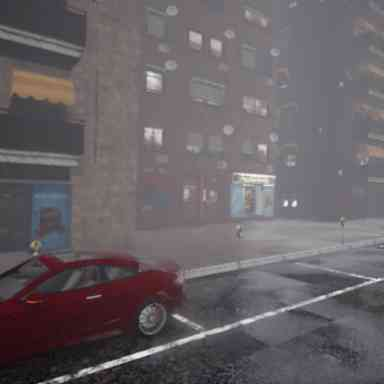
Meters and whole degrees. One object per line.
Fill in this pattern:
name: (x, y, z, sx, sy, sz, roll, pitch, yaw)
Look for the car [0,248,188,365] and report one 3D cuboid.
car: (-2.005, 1.583, 5.073, 4.206, 1.307, 1.802, 0, 1, -36)
